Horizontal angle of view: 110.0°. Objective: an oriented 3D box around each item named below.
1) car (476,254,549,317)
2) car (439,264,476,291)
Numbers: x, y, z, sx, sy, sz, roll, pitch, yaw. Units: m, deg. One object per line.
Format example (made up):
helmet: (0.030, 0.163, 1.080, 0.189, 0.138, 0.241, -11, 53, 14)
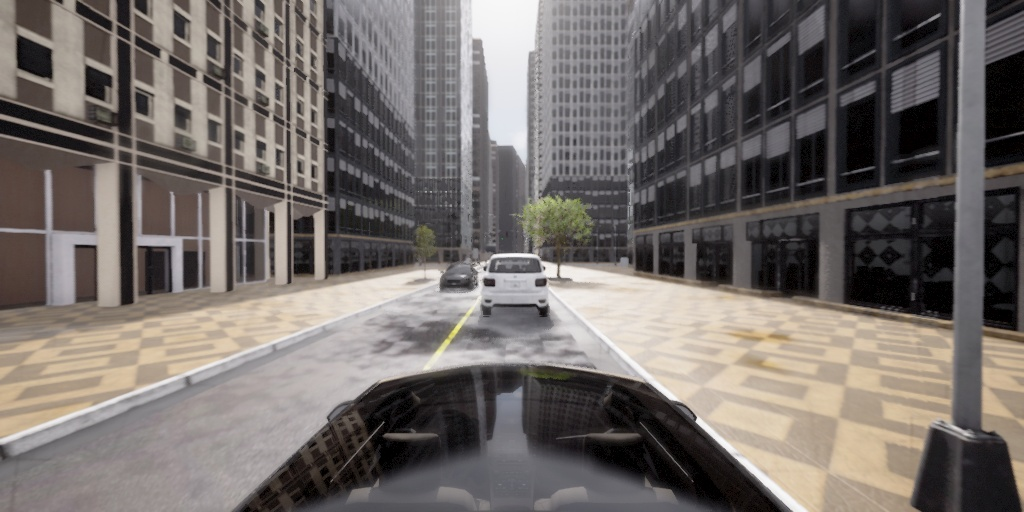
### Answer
car: (0.102, 0.952, 13.273, 2.150, 2.045, 5.566, 0, 0, 0)
car: (-3.090, 1.224, 21.470, 1.837, 1.490, 4.892, 0, 0, 0)
